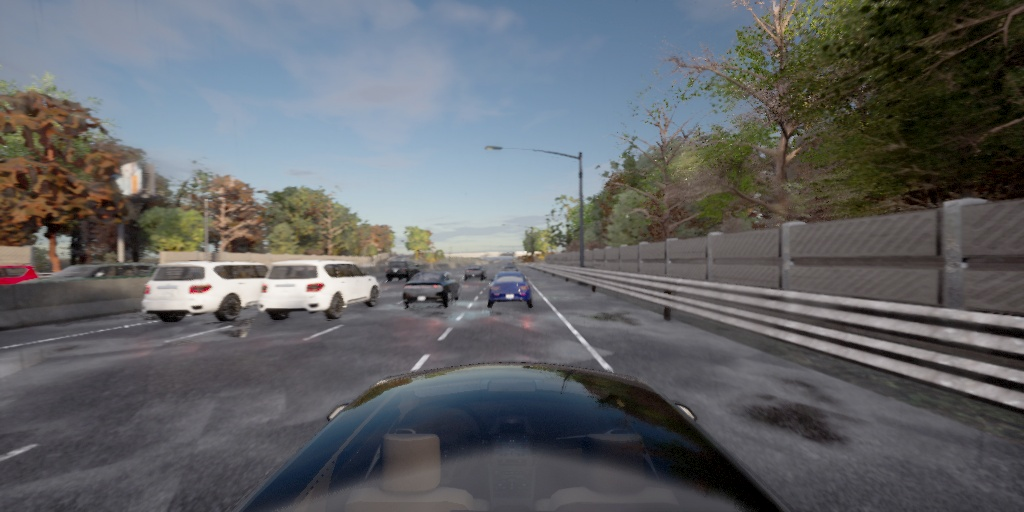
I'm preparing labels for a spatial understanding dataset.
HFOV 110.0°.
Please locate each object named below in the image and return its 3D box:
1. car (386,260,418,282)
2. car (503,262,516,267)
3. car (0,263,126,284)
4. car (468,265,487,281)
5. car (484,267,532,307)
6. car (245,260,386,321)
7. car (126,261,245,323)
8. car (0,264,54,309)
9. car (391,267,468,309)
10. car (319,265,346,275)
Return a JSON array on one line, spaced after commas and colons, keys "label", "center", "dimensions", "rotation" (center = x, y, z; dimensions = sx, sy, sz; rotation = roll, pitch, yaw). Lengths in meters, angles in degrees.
[{"label": "car", "center": [-10.638, 1.463, 35.385], "dimensions": [2.150, 2.045, 5.566], "rotation": [-1, -1, 0]}, {"label": "car", "center": [-0.283, 1.690, 42.294], "dimensions": [2.128, 1.511, 4.902], "rotation": [-1, -1, 0]}, {"label": "car", "center": [-21.217, 1.399, 18.307], "dimensions": [2.150, 2.045, 5.566], "rotation": [-1, -1, 0]}, {"label": "car", "center": [-3.640, 1.658, 36.032], "dimensions": [2.128, 1.511, 4.902], "rotation": [-1, -1, 0]}, {"label": "car", "center": [-0.101, 1.434, 16.326], "dimensions": [1.812, 1.442, 4.674], "rotation": [-1, -1, 0]}, {"label": "car", "center": [-6.985, 1.182, 13.714], "dimensions": [2.150, 2.045, 5.566], "rotation": [-1, -1, 0]}, {"label": "car", "center": [-10.486, 1.222, 13.580], "dimensions": [2.150, 2.045, 5.566], "rotation": [-1, -1, 0]}, {"label": "car", "center": [-24.699, 1.412, 15.706], "dimensions": [2.150, 2.045, 5.566], "rotation": [-1, -1, 0]}, {"label": "car", "center": [-3.498, 1.439, 16.205], "dimensions": [2.128, 1.511, 4.902], "rotation": [-1, -1, 0]}, {"label": "car", "center": [-28.409, 2.210, 57.057], "dimensions": [1.837, 1.490, 4.892], "rotation": [-1, -1, 0]}]
